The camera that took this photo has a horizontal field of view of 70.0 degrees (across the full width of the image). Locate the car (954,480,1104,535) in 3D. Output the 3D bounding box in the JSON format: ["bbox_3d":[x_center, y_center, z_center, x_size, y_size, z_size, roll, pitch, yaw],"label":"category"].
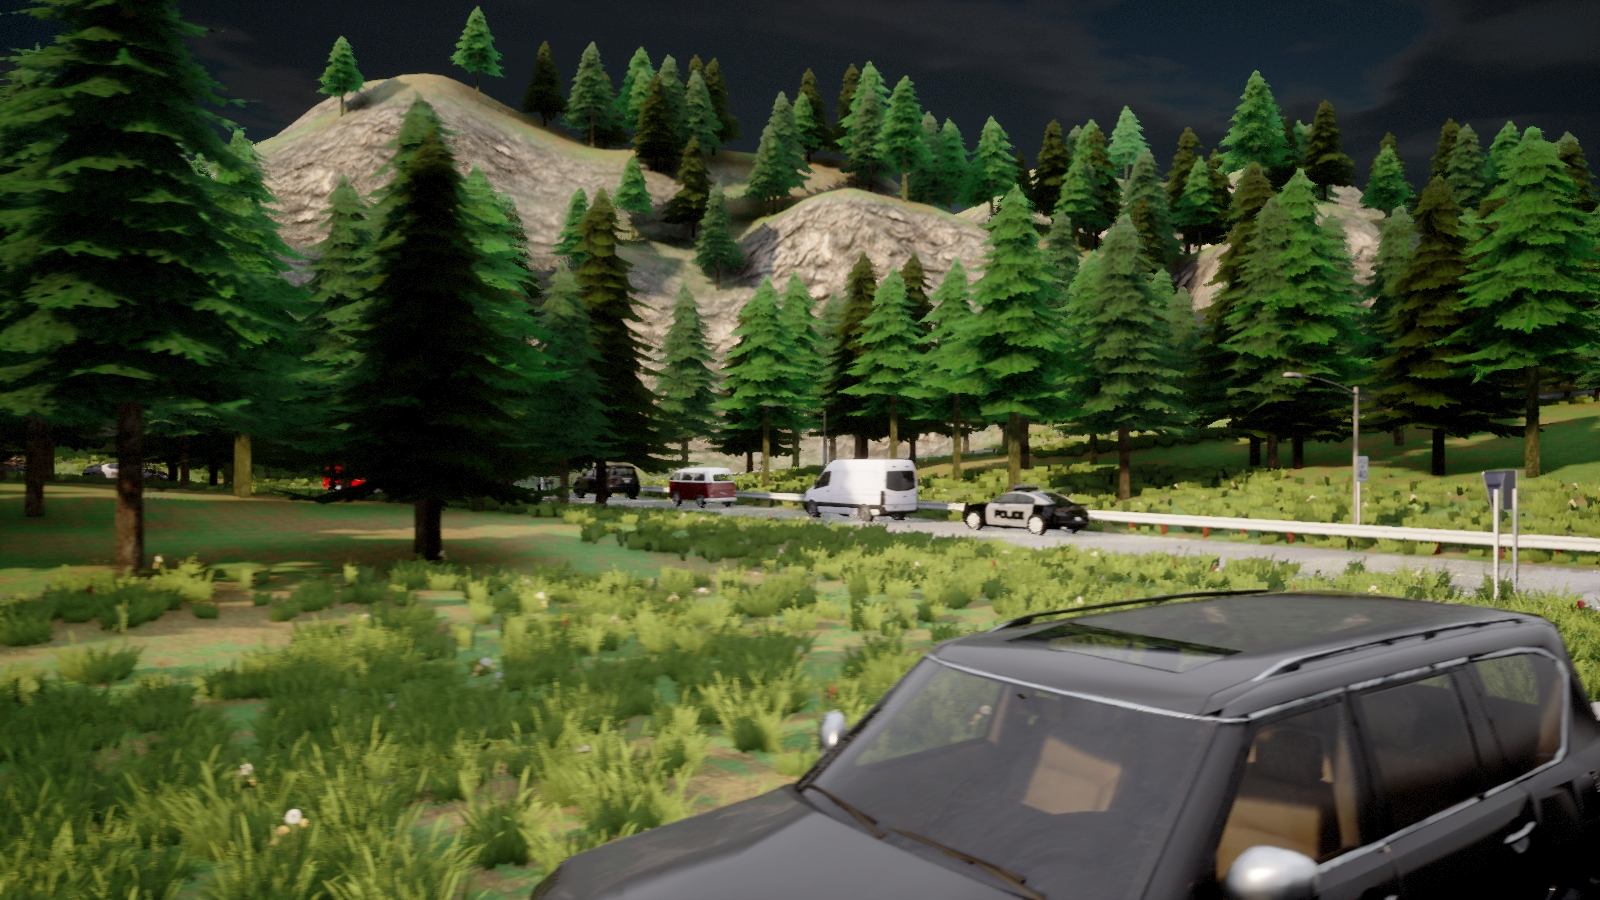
[{"bbox_3d":[8.079,1.983,40.752,2.097,1.638,5.238,0,0,-35],"label":"car"}]

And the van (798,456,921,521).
[{"bbox_3d":[2.430,1.536,48.599,1.988,2.561,5.915,0,0,-35],"label":"van"}]

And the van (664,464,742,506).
[{"bbox_3d":[-5.098,1.784,59.332,2.069,2.038,4.480,0,0,-35],"label":"van"}]

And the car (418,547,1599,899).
[{"bbox_3d":[1.509,1.640,4.872,5.566,2.045,2.150,0,0,-35],"label":"car"}]
